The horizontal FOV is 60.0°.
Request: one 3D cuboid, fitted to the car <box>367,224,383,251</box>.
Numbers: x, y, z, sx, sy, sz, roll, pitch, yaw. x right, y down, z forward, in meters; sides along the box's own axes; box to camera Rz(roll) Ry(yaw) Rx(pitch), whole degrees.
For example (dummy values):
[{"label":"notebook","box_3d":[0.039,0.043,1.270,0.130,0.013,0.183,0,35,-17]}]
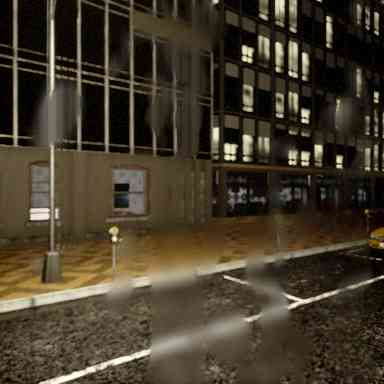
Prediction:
[{"label":"car","box_3d":[8.443,1.469,12.580,4.829,1.417,1.752,0,0,-36]}]
